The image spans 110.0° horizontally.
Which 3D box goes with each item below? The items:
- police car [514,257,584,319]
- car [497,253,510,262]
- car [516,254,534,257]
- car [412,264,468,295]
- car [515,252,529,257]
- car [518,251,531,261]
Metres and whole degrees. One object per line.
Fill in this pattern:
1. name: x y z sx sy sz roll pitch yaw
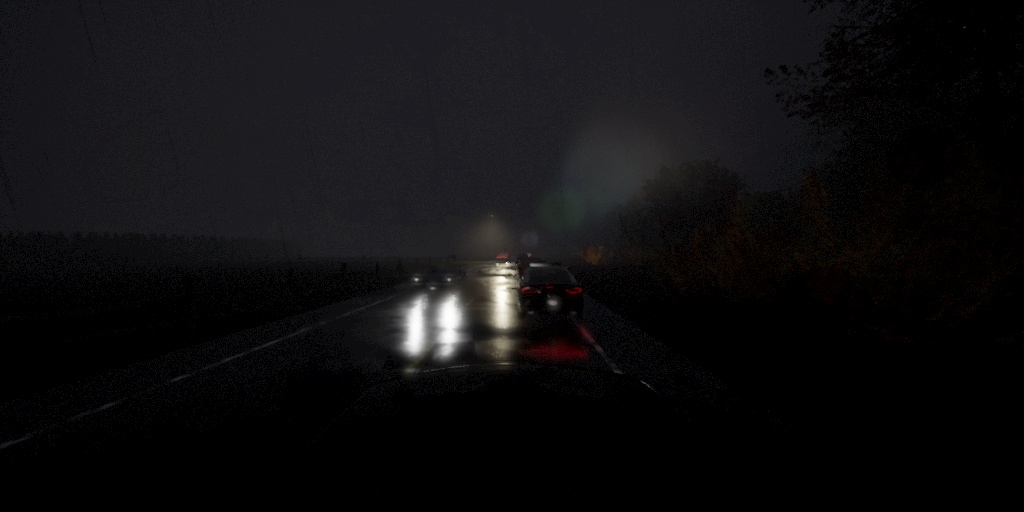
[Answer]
1. police car: 1.125 0.996 12.094 1.930 1.638 5.238 0 1 1
2. car: -1.445 0.186 60.179 1.882 1.535 5.008 0 1 4
3. car: 1.317 0.876 21.948 1.882 1.535 5.008 0 1 1
4. car: -3.410 1.068 17.780 1.895 1.301 4.718 0 1 1
5. car: 1.511 0.385 50.815 1.837 1.490 4.892 0 1 4
6. car: 2.312 0.004 63.601 2.097 1.767 4.553 0 1 5
